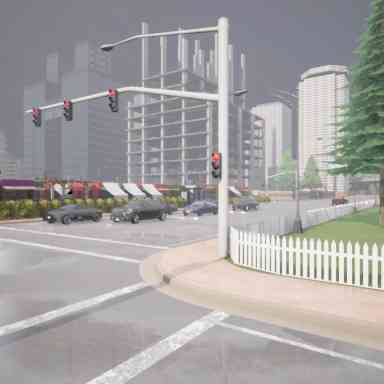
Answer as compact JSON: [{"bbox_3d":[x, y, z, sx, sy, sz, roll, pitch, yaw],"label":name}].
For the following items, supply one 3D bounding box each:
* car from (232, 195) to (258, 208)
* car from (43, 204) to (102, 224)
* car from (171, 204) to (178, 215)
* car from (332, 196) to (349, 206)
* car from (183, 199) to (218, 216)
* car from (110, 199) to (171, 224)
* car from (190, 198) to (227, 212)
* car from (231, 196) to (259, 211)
[{"bbox_3d":[7.809,1.352,48.821,2.097,1.767,4.553,0,0,34],"label":"car"},{"bbox_3d":[-8.699,1.564,24.463,1.994,1.385,4.181,0,0,34],"label":"car"},{"bbox_3d":[-3.524,1.547,32.122,2.033,1.411,5.357,0,0,34],"label":"car"},{"bbox_3d":[23.981,1.478,53.722,1.882,1.535,5.008,0,0,34],"label":"car"},{"bbox_3d":[0.959,1.526,32.484,1.812,1.442,4.674,0,0,34],"label":"car"},{"bbox_3d":[-3.986,1.352,25.185,2.097,1.767,4.553,0,0,34],"label":"car"},{"bbox_3d":[2.114,1.547,40.463,2.033,1.411,5.357,0,0,34],"label":"car"},{"bbox_3d":[6.587,1.505,40.815,1.837,1.490,4.892,0,0,34],"label":"car"}]
